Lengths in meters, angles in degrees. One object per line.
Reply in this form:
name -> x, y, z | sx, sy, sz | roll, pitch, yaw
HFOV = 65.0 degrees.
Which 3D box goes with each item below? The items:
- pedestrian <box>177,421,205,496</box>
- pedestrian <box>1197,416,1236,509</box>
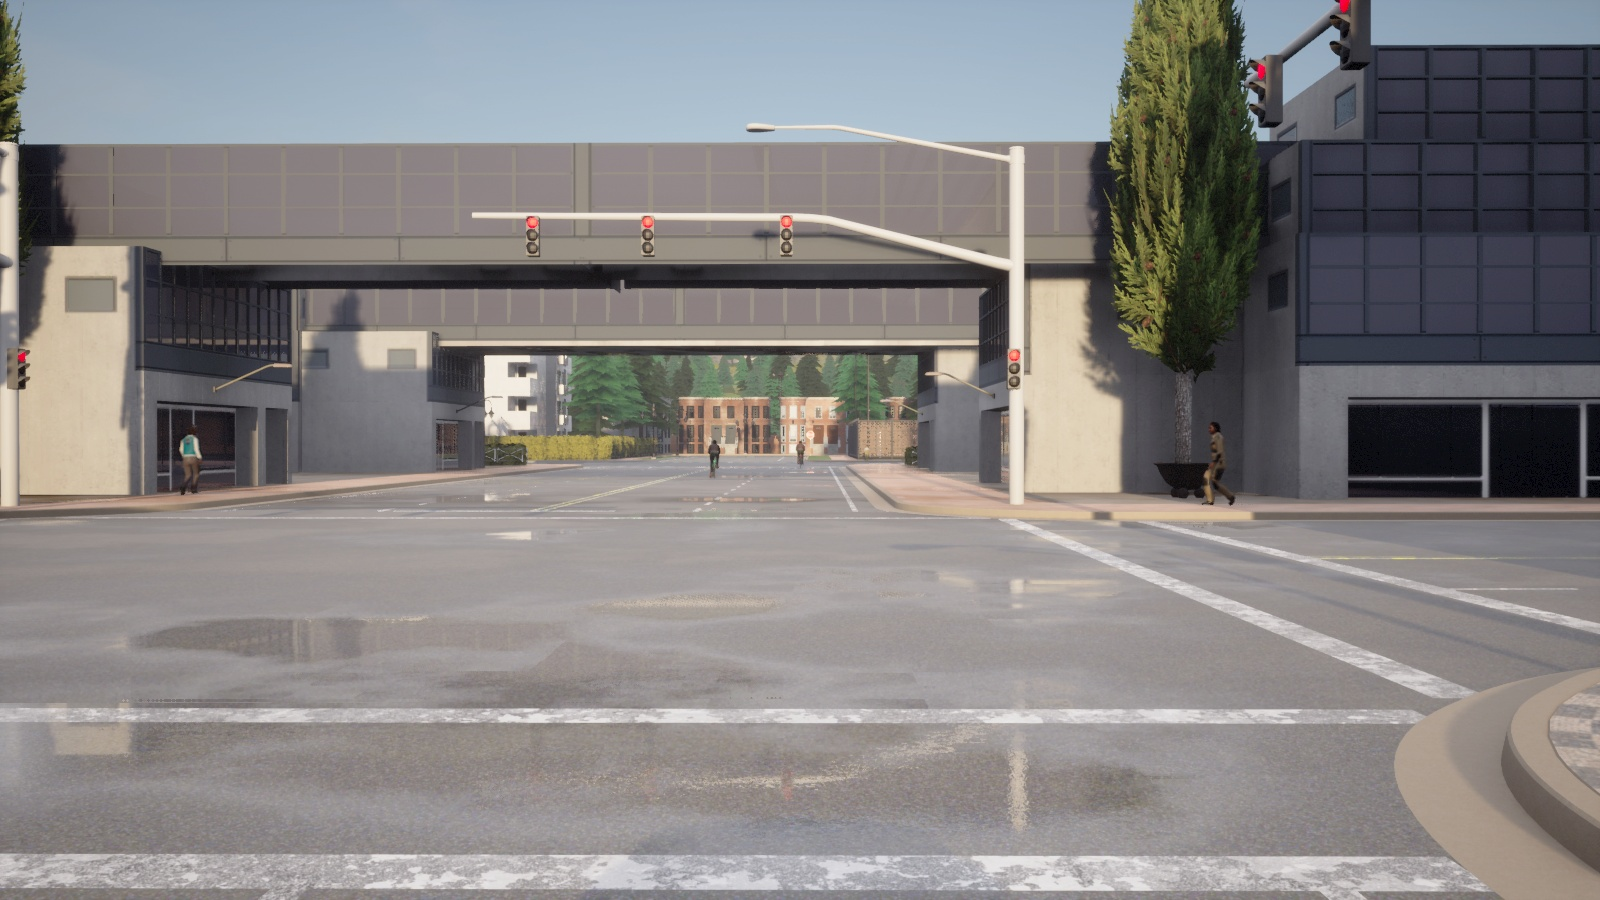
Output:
pedestrian -> -15.823, 0.208, 32.638 | 0.396, 1.930, 0.692 | 0, 0, 1
pedestrian -> 8.769, 0.263, 26.459 | 0.692, 1.930, 0.396 | 0, 0, -2
